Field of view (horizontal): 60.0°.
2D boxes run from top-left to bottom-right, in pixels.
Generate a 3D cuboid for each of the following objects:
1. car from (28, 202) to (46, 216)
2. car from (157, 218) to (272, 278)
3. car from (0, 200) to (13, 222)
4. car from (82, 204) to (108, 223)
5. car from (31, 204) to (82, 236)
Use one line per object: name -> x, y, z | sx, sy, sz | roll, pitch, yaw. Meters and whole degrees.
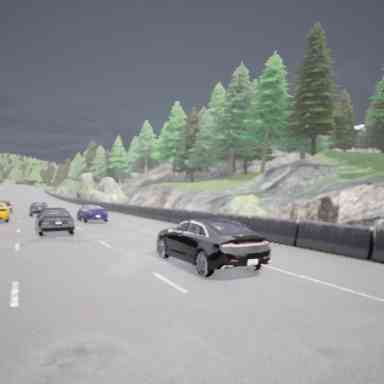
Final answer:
car -> -15.984, 1.745, 34.820 | 2.033, 1.411, 5.357 | 0, 0, -27
car -> 0.436, 1.575, 10.607 | 2.128, 1.511, 4.902 | 0, -1, -27
car -> -15.969, 1.617, 27.162 | 1.882, 1.535, 5.008 | 0, -1, -27
car -> -8.200, 1.699, 27.364 | 1.812, 1.442, 4.674 | 0, -1, -27
car -> -8.079, 1.661, 19.486 | 2.033, 1.411, 5.357 | 0, -1, -27
